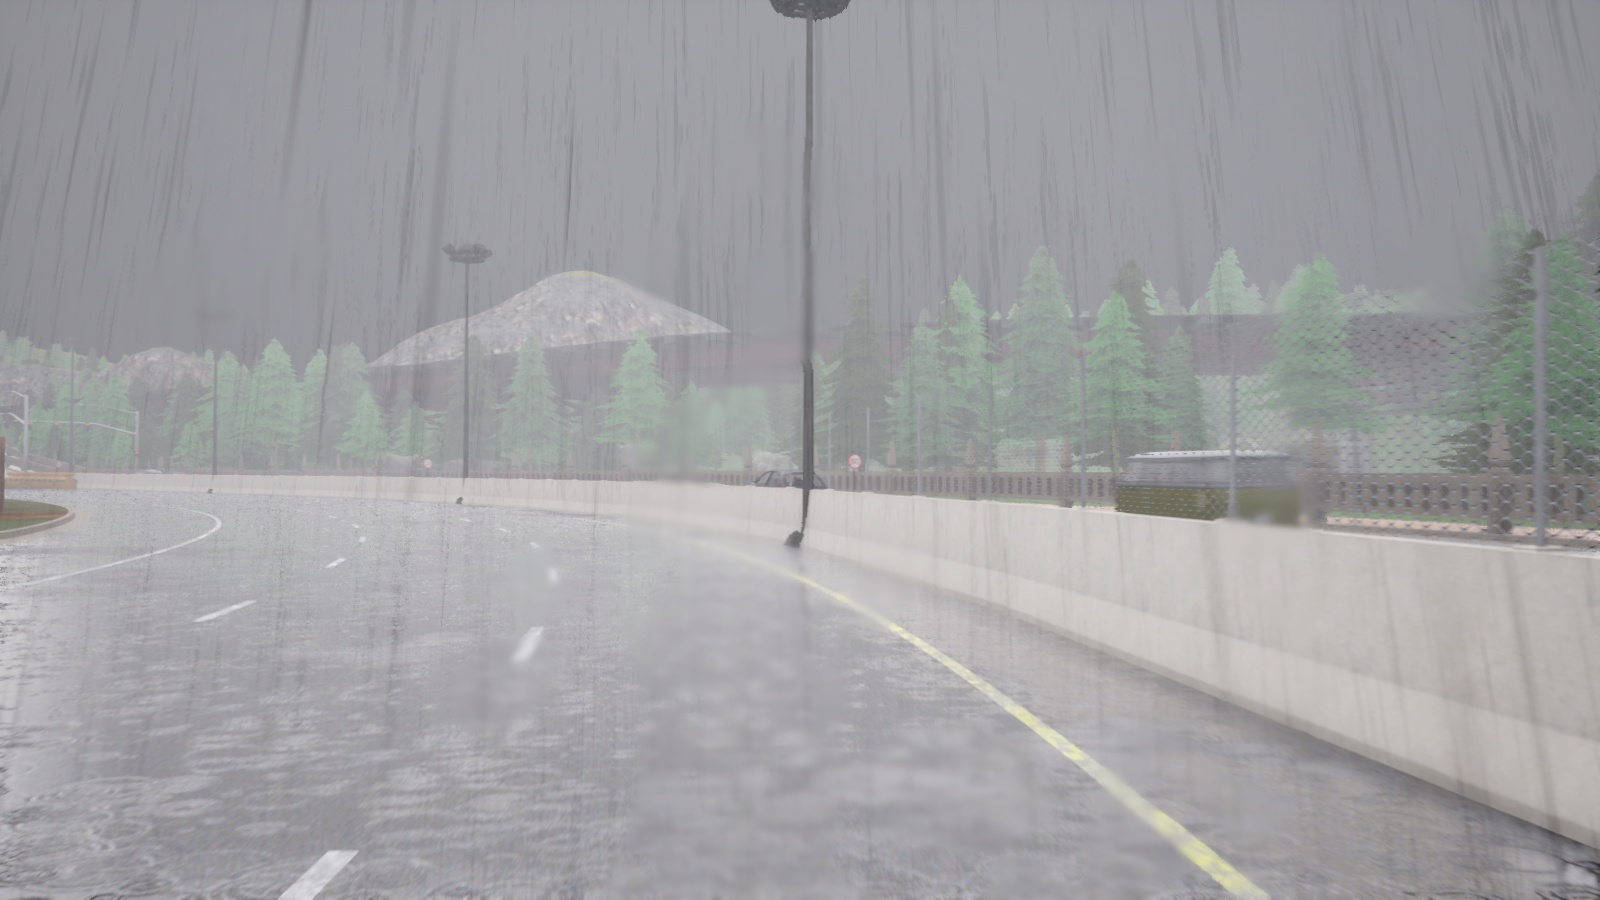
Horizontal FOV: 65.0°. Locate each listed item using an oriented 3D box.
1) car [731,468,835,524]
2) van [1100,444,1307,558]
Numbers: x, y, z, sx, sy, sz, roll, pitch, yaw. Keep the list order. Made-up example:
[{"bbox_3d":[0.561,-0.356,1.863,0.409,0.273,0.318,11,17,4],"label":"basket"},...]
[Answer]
[{"bbox_3d":[-0.570,1.359,38.481,1.851,1.617,3.988,0,-1,-22],"label":"car"},{"bbox_3d":[7.634,0.937,24.265,1.775,1.987,4.442,0,-1,-13],"label":"van"}]
